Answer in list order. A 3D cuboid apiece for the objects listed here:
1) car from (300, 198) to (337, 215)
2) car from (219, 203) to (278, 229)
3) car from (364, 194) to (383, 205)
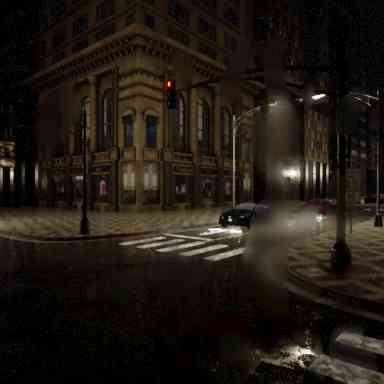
[{"bbox_3d":[10.853,1.194,28.326,1.994,1.385,4.181,0,1,41],"label":"car"},{"bbox_3d":[3.402,1.340,19.761,1.994,1.385,4.181,0,1,41],"label":"car"},{"bbox_3d":[23.914,0.942,43.251,1.994,1.385,4.181,0,1,42],"label":"car"}]
